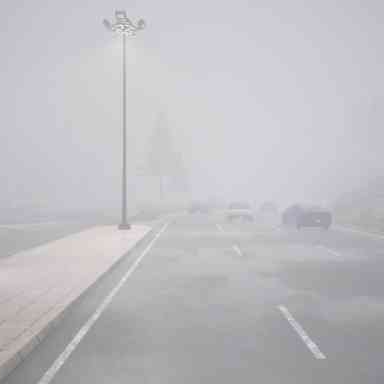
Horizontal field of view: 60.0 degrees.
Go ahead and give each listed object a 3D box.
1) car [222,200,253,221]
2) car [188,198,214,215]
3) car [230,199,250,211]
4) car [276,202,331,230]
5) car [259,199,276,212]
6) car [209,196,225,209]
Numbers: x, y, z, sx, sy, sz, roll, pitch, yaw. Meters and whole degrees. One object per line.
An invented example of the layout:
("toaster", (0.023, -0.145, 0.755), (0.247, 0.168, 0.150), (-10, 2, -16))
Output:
("car", (3.712, 1.601, 26.957), (1.895, 1.301, 4.718), (0, 0, 2))
("car", (0.863, 1.601, 34.371), (1.895, 1.301, 4.718), (0, 0, 8))
("car", (5.961, 1.601, 41.096), (1.895, 1.301, 4.718), (0, 0, 15))
("car", (7.110, 1.477, 21.169), (1.882, 1.535, 5.008), (0, 0, 0))
("car", (8.930, 1.526, 38.658), (1.812, 1.442, 4.674), (0, 0, 14))
("car", (3.283, 1.352, 44.379), (2.097, 1.767, 4.553), (0, 0, 16))
